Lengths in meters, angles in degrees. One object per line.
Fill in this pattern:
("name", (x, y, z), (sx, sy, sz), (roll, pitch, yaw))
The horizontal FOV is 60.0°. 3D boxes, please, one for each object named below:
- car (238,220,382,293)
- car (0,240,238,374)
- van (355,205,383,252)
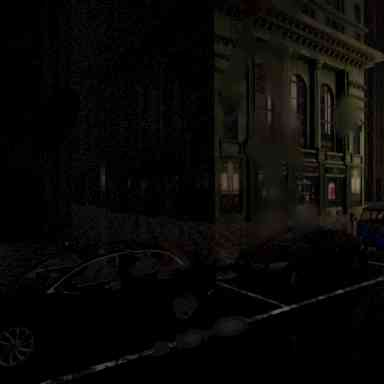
("car", (2.995, 1.582, 8.803), (4.206, 1.307, 1.802), (0, 0, -36))
("car", (-1.590, 1.551, 5.522), (4.403, 1.369, 2.008), (0, 0, -36))
("van", (7.578, 1.342, 12.084), (3.998, 1.788, 1.690), (0, 0, -36))
